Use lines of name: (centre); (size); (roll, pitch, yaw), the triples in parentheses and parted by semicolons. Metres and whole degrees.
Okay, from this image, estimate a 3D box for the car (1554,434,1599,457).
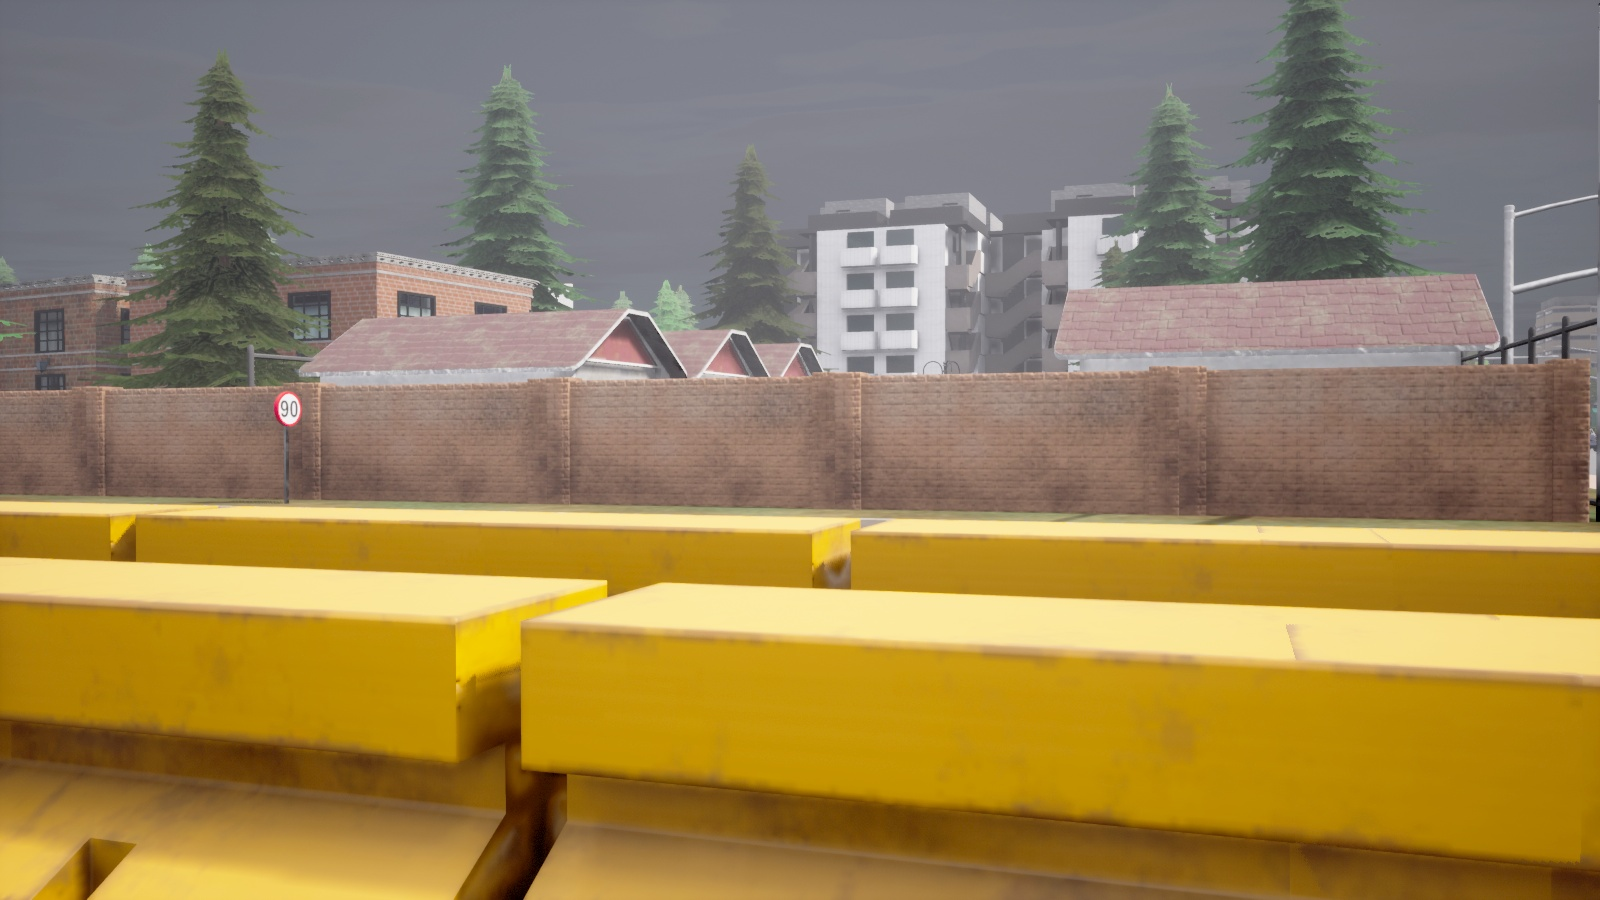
car: (50.429, -0.323, 81.439); (1.970, 1.475, 3.806); (1, 1, 20)
